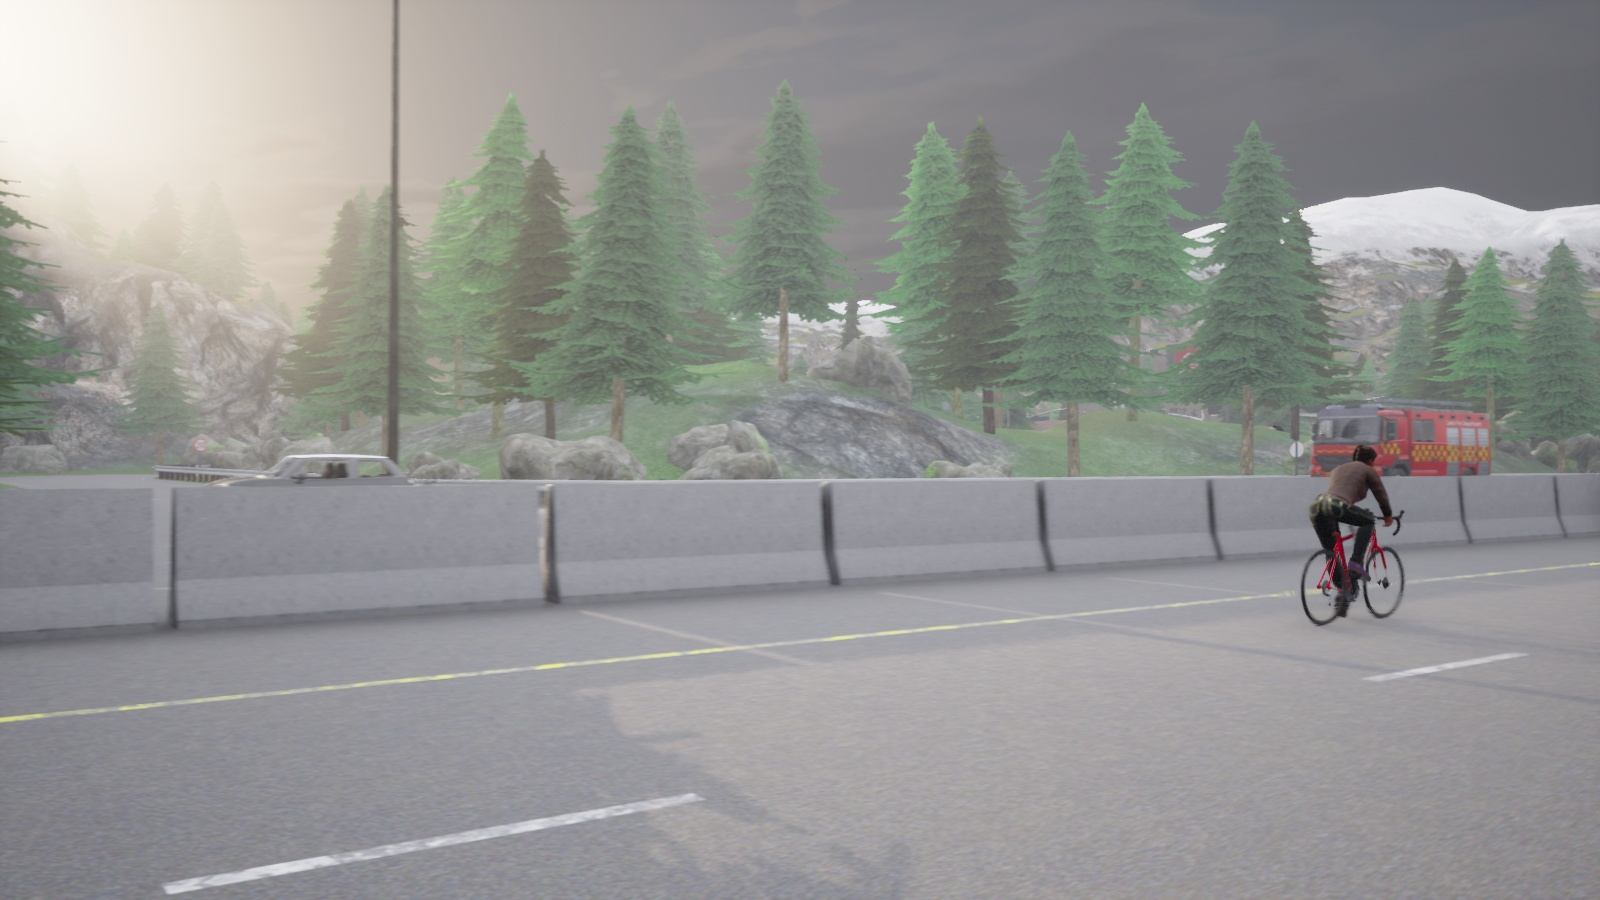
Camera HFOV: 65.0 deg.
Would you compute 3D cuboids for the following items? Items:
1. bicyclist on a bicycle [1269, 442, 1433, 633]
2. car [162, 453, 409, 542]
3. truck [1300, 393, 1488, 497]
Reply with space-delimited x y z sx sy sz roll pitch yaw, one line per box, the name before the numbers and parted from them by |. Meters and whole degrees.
bicyclist on a bicycle | 5.022 0.754 11.416 1.656 1.620 0.582 1 -1 -35
car | -9.306 0.805 22.766 3.806 1.475 1.970 0 0 -35
truck | 23.711 -0.169 49.919 8.468 3.827 2.891 0 0 -35
